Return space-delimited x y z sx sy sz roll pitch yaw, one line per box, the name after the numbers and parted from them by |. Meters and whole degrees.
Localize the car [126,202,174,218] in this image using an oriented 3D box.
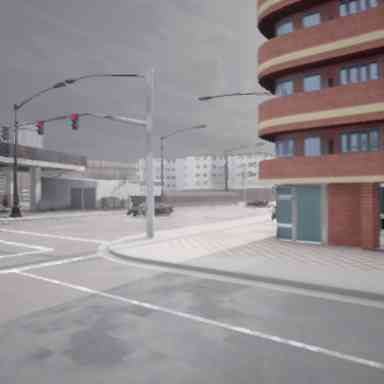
-3.981 1.712 32.700 2.033 1.411 5.357 -1 0 35 | car

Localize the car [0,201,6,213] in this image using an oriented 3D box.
-24.188 1.776 40.106 3.806 1.475 1.970 -1 0 36 | car

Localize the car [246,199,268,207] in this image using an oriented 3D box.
10.390 1.769 53.443 1.895 1.301 4.718 -1 0 35 | car
